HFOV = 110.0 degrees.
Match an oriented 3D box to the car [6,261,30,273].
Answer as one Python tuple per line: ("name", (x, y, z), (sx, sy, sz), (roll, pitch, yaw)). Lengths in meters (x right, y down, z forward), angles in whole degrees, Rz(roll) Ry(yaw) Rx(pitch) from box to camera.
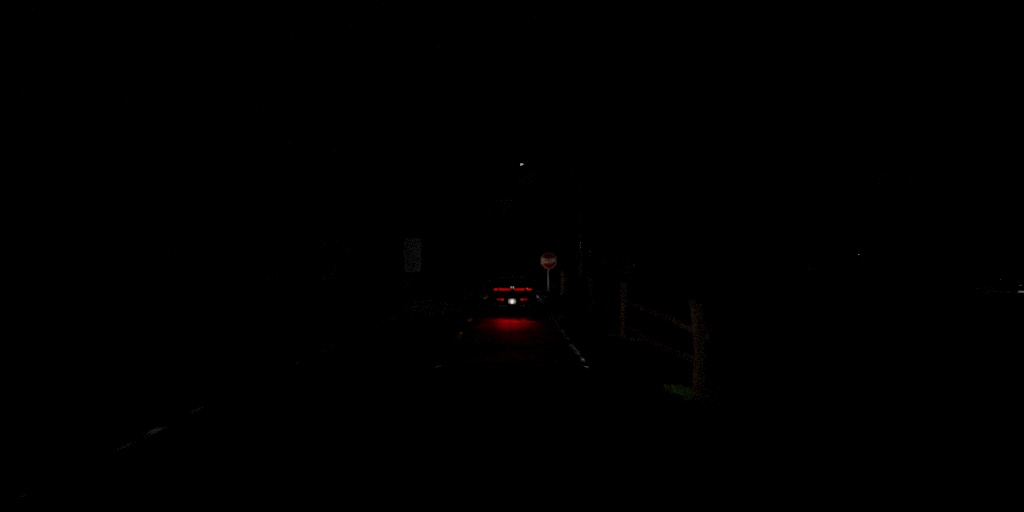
("car", (-42.843, 1.001, 31.599), (5.357, 1.411, 2.033), (1, 0, 0))

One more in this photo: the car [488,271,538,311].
("car", (0.028, 1.389, 15.307), (1.837, 1.490, 4.892), (0, 0, 1))

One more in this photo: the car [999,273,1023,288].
("car", (46.408, 2.178, 31.702), (5.008, 1.535, 1.882), (1, 0, 1))
